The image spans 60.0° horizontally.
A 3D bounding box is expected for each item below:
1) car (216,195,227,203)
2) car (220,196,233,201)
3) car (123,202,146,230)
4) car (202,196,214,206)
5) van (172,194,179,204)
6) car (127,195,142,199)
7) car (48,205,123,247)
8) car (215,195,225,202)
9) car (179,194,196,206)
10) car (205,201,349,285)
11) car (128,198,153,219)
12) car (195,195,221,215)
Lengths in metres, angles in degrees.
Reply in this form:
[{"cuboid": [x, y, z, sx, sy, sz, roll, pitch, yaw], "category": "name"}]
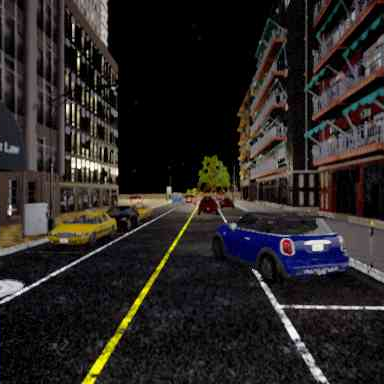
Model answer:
[{"cuboid": [5.618, 1.369, 64.266, 2.008, 1.369, 4.403, 0, 0, 3], "category": "car"}, {"cuboid": [4.499, 1.463, 42.190, 1.802, 1.307, 4.206, 0, 0, 3], "category": "car"}, {"cuboid": [-4.394, 1.511, 20.478, 1.947, 1.339, 4.313, 0, 0, 3], "category": "car"}, {"cuboid": [2.513, 1.377, 52.855, 1.812, 1.442, 4.674, 0, 0, 3], "category": "car"}, {"cuboid": [-2.634, 1.177, 59.168, 1.690, 1.788, 3.998, 0, 0, 3], "category": "van"}, {"cuboid": [-16.282, 1.564, 94.046, 4.206, 1.307, 1.802, -1, 1, 2], "category": "car"}, {"cuboid": [-4.657, 1.486, 14.781, 1.752, 1.417, 4.829, 0, 0, 3], "category": "car"}, {"cuboid": [6.016, 1.340, 72.186, 1.887, 1.381, 4.507, 0, 0, 3], "category": "car"}, {"cuboid": [-0.389, 1.205, 52.437, 2.097, 1.767, 4.553, 0, 0, 3], "category": "car"}, {"cuboid": [2.265, 1.323, 9.814, 2.097, 1.767, 4.553, 0, 0, -19], "category": "car"}, {"cuboid": [-4.146, 1.455, 25.836, 1.752, 1.417, 4.829, 0, 0, 3], "category": "car"}, {"cuboid": [1.603, 1.385, 33.131, 1.882, 1.535, 5.008, 0, 0, 3], "category": "car"}]
